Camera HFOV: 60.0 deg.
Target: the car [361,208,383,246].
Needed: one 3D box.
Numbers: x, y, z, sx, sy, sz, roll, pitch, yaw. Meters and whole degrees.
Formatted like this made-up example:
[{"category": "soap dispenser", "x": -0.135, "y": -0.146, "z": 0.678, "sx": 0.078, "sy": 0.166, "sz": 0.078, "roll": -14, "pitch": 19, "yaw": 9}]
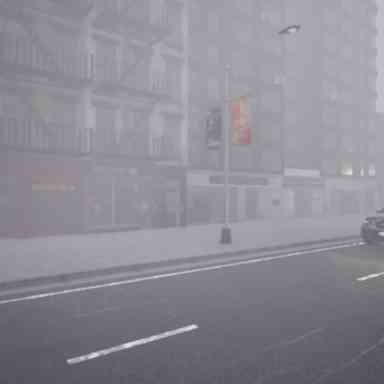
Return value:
[{"category": "car", "x": 9.717, "y": 1.293, "z": 14.592, "sx": 5.566, "sy": 2.045, "sz": 2.150, "roll": 0, "pitch": 0, "yaw": -35}]
